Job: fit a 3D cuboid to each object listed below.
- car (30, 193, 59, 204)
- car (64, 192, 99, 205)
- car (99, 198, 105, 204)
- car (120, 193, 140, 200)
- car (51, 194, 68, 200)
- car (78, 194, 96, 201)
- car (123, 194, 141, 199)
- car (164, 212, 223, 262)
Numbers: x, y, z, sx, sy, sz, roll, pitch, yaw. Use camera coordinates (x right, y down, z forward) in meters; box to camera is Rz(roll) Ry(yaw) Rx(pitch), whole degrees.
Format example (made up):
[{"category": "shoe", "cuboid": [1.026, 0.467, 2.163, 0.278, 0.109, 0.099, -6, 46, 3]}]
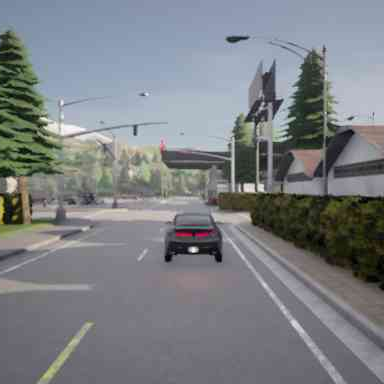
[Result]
[{"category": "car", "cuboid": [-24.657, 1.024, 53.721, 4.605, 1.855, 1.932, 0, 0, -1]}, {"category": "car", "cuboid": [-16.770, 1.007, 50.480, 3.866, 1.878, 1.905, 0, 0, -1]}, {"category": "car", "cuboid": [-16.178, 1.287, 53.808, 3.806, 1.475, 1.970, 0, 0, -1]}, {"category": "car", "cuboid": [-16.429, 1.209, 88.065, 5.027, 1.636, 2.152, 0, 0, -1]}, {"category": "car", "cuboid": [-35.095, 1.263, 88.103, 3.806, 1.475, 1.970, 0, 0, -1]}, {"category": "car", "cuboid": [-24.034, 1.215, 76.174, 3.633, 1.501, 1.845, 0, 0, -1]}, {"category": "car", "cuboid": [-16.500, 1.214, 91.201, 4.514, 1.523, 2.007, 0, 0, -1]}, {"category": "car", "cuboid": [0.059, 1.483, 12.070, 1.837, 1.490, 4.892, 0, -1, 0]}]
